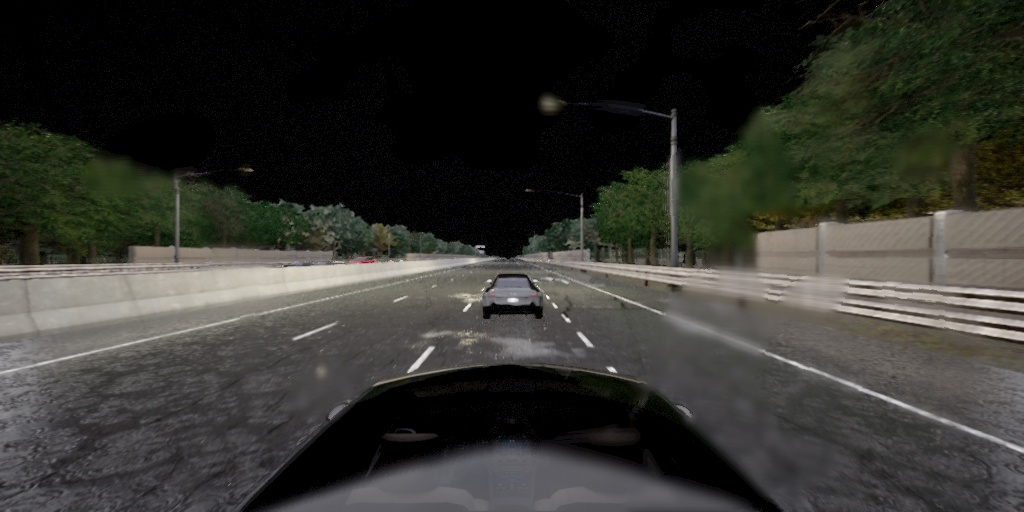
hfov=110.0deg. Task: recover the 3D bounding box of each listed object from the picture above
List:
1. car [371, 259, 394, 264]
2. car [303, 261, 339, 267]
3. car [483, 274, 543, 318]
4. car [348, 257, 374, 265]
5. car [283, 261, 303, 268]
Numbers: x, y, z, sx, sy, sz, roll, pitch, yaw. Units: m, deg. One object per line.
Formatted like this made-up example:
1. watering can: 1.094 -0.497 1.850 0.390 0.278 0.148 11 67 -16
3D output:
1. car: -17.563 1.483 50.252 1.895 1.301 4.718 0 0 1
2. car: -24.570 1.423 47.106 2.033 1.411 5.357 0 0 1
3. car: 0.020 1.327 13.019 1.994 1.385 4.181 0 0 0
4. car: -21.056 1.102 50.462 2.150 2.045 5.566 0 0 1
5. car: -28.057 1.424 47.691 2.033 1.411 5.357 0 0 1
